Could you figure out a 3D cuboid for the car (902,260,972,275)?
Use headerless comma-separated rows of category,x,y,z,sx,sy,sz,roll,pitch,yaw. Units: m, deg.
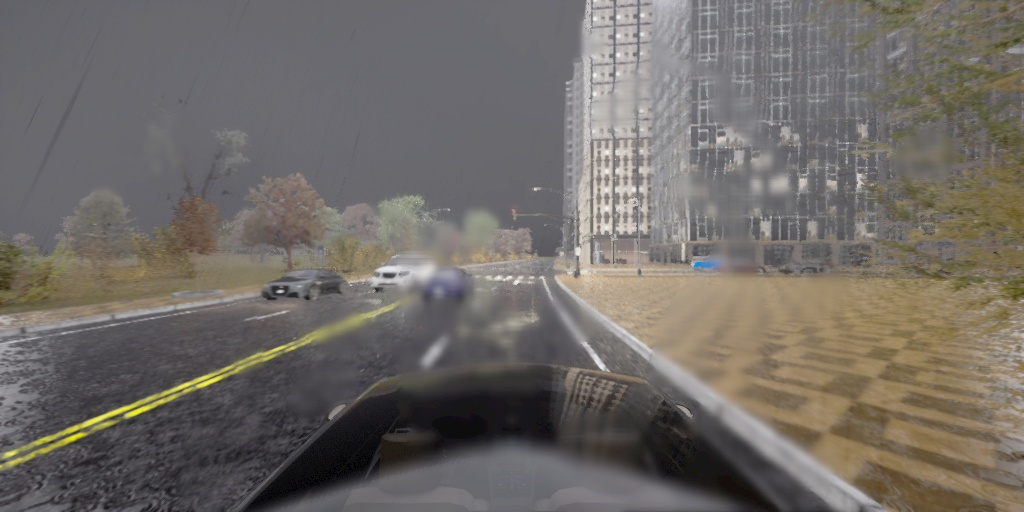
car,39.870,1.150,33.463,4.207,1.307,1.802,0,0,8

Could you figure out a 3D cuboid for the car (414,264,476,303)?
car,-2.828,1.263,16.620,1.812,1.442,4.674,0,0,2

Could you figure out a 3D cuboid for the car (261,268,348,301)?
car,-9.502,1.276,16.807,1.994,1.385,4.181,0,0,3

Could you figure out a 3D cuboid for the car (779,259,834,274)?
car,28.585,1.181,34.900,4.313,1.339,1.948,0,0,8

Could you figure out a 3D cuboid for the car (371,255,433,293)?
car,-6.054,0.947,20.782,2.150,2.045,5.566,0,0,3

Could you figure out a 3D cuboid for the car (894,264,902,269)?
car,46.634,1.080,41.017,4.313,1.339,1.948,0,0,8

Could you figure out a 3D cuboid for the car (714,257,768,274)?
car,22.939,1.078,35.596,4.097,1.591,1.967,0,0,8

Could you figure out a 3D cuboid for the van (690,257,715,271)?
van,24.097,0.948,44.142,3.998,1.789,1.690,0,0,8
